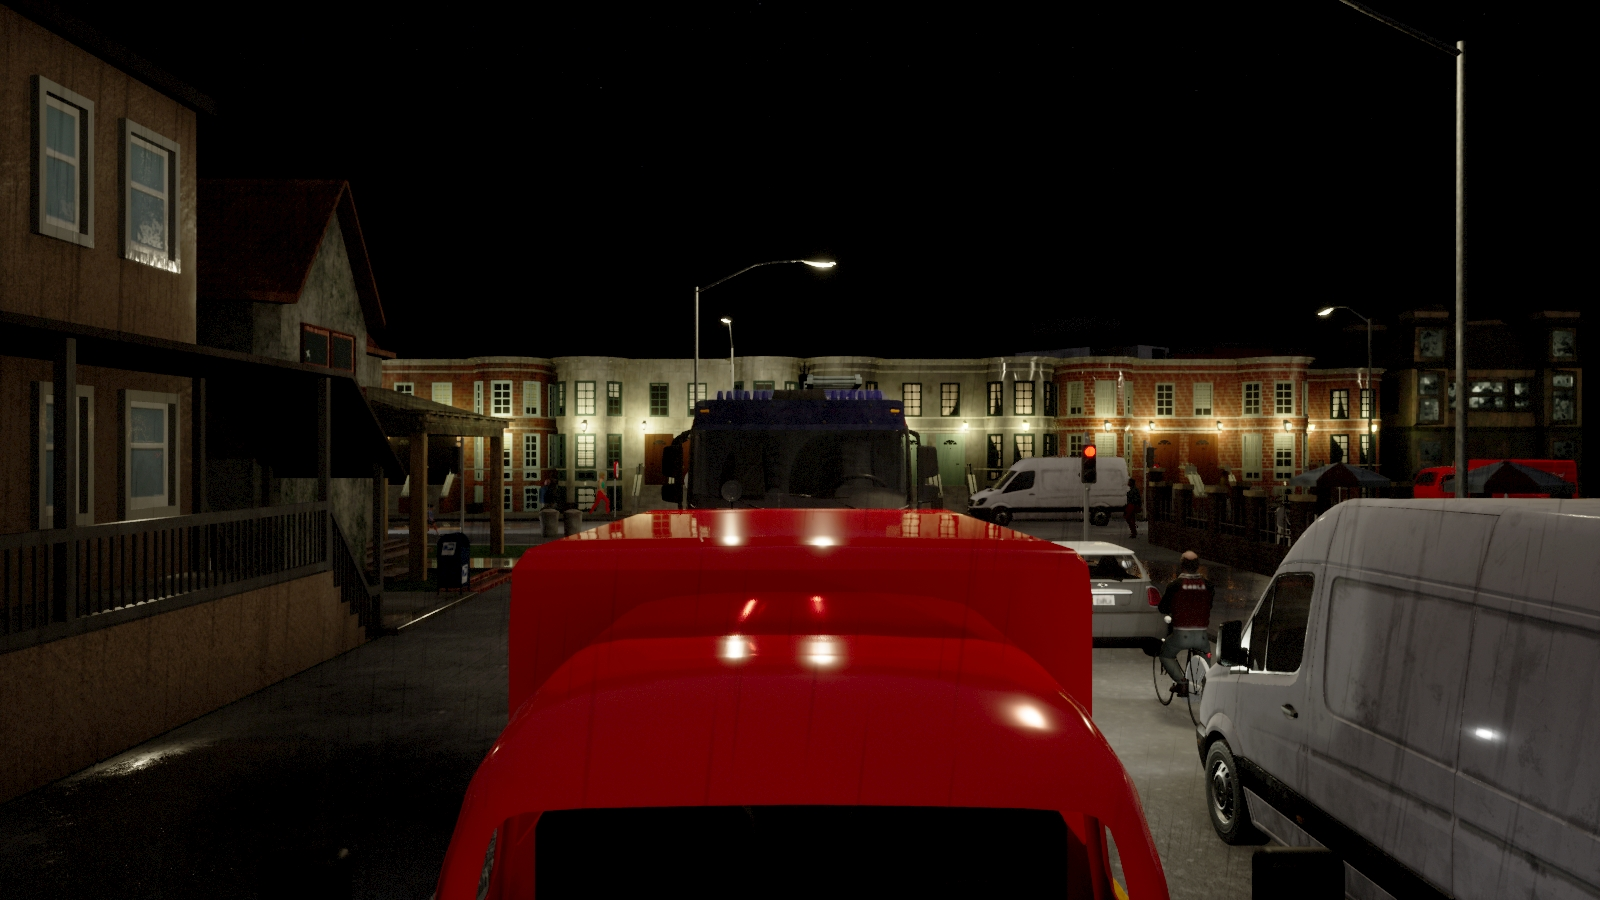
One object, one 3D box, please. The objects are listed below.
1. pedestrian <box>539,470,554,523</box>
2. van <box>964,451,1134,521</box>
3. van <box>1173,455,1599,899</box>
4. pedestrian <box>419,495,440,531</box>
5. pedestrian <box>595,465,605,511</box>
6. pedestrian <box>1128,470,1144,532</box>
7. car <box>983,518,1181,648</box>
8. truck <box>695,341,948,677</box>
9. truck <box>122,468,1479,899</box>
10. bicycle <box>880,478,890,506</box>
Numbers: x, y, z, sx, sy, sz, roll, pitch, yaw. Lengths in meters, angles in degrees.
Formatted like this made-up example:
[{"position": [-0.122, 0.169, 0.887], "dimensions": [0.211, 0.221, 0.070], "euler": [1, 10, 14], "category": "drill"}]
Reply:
[{"position": [-9.016, 1.646, 40.645], "dimensions": [0.375, 1.860, 0.375], "euler": [0, 0, 10], "category": "pedestrian"}, {"position": [9.295, 1.332, 42.951], "dimensions": [5.915, 2.561, 1.988], "euler": [0, 0, -2], "category": "van"}, {"position": [4.008, 1.318, 6.281], "dimensions": [1.988, 2.561, 5.915], "euler": [0, 0, 0], "category": "van"}, {"position": [-11.310, 1.920, 34.894], "dimensions": [0.500, 1.100, 0.500], "euler": [0, 0, -2], "category": "pedestrian"}, {"position": [-8.210, 1.545, 46.918], "dimensions": [0.375, 1.860, 0.375], "euler": [0, 0, 0], "category": "pedestrian"}, {"position": [10.076, 1.531, 34.278], "dimensions": [0.375, 1.860, 0.375], "euler": [0, 0, 2], "category": "pedestrian"}, {"position": [3.996, 1.852, 16.834], "dimensions": [1.970, 1.475, 3.806], "euler": [0, 0, 0], "category": "car"}, {"position": [0.275, 0.678, 17.256], "dimensions": [2.891, 3.827, 8.468], "euler": [0, 0, 0], "category": "truck"}, {"position": [-0.002, 1.351, 4.813], "dimensions": [2.627, 2.467, 5.204], "euler": [0, 0, 0], "category": "truck"}, {"position": [4.005, 1.963, 53.762], "dimensions": [0.329, 1.271, 1.835], "euler": [0, 0, 0], "category": "bicycle"}]
